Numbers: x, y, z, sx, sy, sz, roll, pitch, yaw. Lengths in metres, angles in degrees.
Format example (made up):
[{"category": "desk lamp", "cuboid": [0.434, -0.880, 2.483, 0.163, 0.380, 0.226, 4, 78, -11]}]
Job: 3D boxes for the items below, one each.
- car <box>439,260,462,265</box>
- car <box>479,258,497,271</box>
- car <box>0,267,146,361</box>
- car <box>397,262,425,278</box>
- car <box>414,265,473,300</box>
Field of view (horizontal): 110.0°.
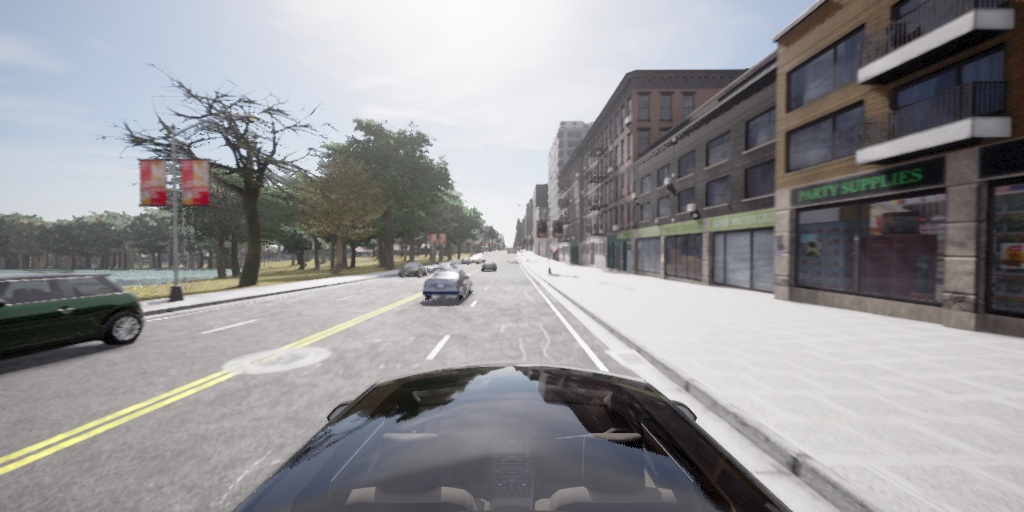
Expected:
[{"category": "car", "cuboid": [-6.585, 1.367, 35.481, 2.033, 1.411, 5.357, 0, 0, 0]}, {"category": "car", "cuboid": [-3.136, 1.369, 50.610, 1.994, 1.385, 4.181, 0, 0, 0]}, {"category": "car", "cuboid": [-9.815, 1.122, 6.568, 2.097, 1.767, 4.553, 0, 0, 0]}, {"category": "car", "cuboid": [-9.832, 1.345, 35.607, 1.812, 1.442, 4.674, 0, 0, 0]}, {"category": "car", "cuboid": [-3.143, 1.350, 18.235, 2.033, 1.411, 5.357, 0, 0, 0]}]
